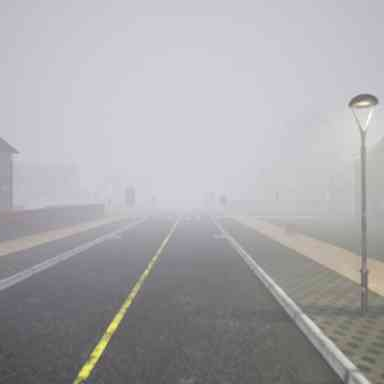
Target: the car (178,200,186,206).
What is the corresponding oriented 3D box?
[{"bbox_3d":[-2.567,2.889,87.942,2.097,1.767,4.553,0,-1,0],"label":"car"}]
